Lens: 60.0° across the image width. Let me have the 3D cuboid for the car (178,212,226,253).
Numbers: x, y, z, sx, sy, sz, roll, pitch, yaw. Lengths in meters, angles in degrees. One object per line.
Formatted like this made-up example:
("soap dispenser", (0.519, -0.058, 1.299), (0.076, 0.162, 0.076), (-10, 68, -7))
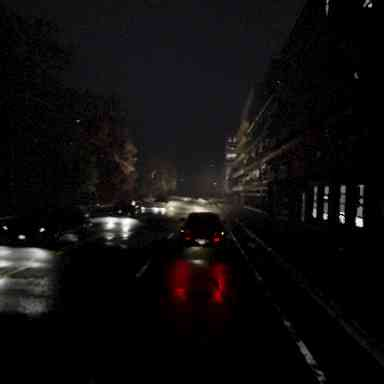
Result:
("car", (0.453, 1.579, 13.998), (1.812, 1.442, 4.674), (3, 0, 2))

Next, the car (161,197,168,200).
("car", (-4.487, 1.064, 50.449), (2.128, 1.511, 4.902), (3, 0, 2))

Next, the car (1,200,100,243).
("car", (-6.106, 1.280, 14.850), (2.033, 1.411, 5.357), (3, 0, 3))

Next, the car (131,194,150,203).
("car", (-7.735, 0.975, 50.557), (1.895, 1.301, 4.718), (3, 0, 2))

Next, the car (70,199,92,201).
("car", (-8.872, 1.220, 26.131), (1.895, 1.301, 4.718), (3, 0, 3))

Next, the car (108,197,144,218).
("car", (-5.534, 1.350, 27.981), (1.994, 1.385, 4.181), (3, 0, 3))

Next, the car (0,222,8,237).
("car", (-9.461, 1.054, 12.341), (2.128, 1.511, 4.902), (3, 0, 2))
